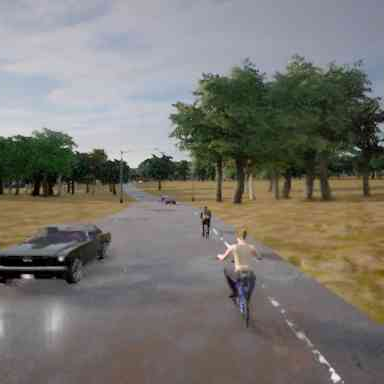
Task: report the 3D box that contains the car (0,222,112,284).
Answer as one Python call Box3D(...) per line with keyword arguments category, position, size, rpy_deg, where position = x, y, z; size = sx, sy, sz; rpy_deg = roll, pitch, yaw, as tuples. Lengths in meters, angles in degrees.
Box3D(category="car", position=(-3.742, 1.603, 9.674), size=(1.895, 1.301, 4.718), rpy_deg=(0, 0, -1))

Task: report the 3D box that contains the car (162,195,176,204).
Box3D(category="car", position=(-4.071, 1.630, 62.247), size=(1.895, 1.301, 4.718), rpy_deg=(0, 0, -7))

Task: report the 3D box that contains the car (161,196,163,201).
Box3D(category="car", position=(-6.210, 1.468, 77.016), size=(1.882, 1.535, 5.008), rpy_deg=(0, 0, -9))

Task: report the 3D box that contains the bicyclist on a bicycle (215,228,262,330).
Box3D(category="bicyclist on a bicycle", position=(0.864, 1.437, 5.917), size=(0.866, 1.612, 1.509), rpy_deg=(0, 0, -1))

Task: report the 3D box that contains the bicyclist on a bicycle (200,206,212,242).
Box3D(category="bicyclist on a bicycle", position=(0.652, 1.463, 15.430), size=(0.582, 1.620, 1.656), rpy_deg=(0, 0, -2))
